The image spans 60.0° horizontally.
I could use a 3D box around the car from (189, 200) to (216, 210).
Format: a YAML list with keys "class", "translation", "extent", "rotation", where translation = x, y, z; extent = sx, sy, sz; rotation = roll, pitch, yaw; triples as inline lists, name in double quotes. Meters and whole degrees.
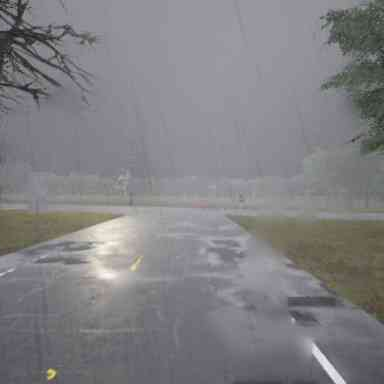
- class: "car"
  translation: [1.583, 1.943, 50.592]
  extent: [4.181, 1.385, 1.994]
  rotation: [2, 0, 0]
